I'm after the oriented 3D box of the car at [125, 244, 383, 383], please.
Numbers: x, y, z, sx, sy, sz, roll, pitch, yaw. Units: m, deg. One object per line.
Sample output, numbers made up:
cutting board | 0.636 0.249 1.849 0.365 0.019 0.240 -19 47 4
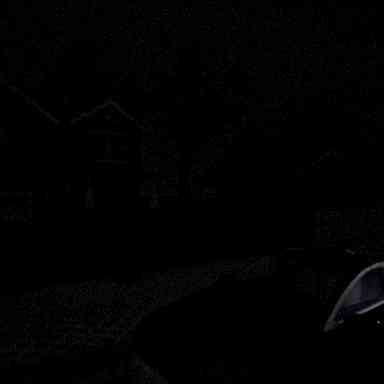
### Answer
car | 1.579 1.495 4.187 4.902 1.511 2.128 0 0 -35
